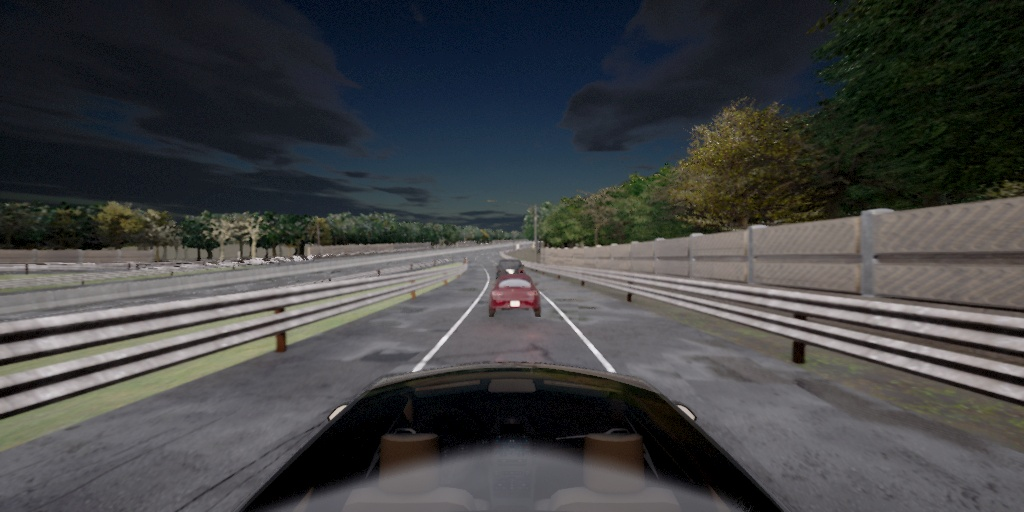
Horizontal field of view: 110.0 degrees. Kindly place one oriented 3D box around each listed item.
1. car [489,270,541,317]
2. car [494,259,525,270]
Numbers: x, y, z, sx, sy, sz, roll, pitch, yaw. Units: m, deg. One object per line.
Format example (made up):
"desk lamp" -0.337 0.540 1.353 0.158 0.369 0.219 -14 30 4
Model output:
"car" 0.102 1.411 13.877 1.812 1.442 4.674 0 -1 0
"car" -0.185 1.260 27.939 2.150 2.045 5.566 0 0 -2
